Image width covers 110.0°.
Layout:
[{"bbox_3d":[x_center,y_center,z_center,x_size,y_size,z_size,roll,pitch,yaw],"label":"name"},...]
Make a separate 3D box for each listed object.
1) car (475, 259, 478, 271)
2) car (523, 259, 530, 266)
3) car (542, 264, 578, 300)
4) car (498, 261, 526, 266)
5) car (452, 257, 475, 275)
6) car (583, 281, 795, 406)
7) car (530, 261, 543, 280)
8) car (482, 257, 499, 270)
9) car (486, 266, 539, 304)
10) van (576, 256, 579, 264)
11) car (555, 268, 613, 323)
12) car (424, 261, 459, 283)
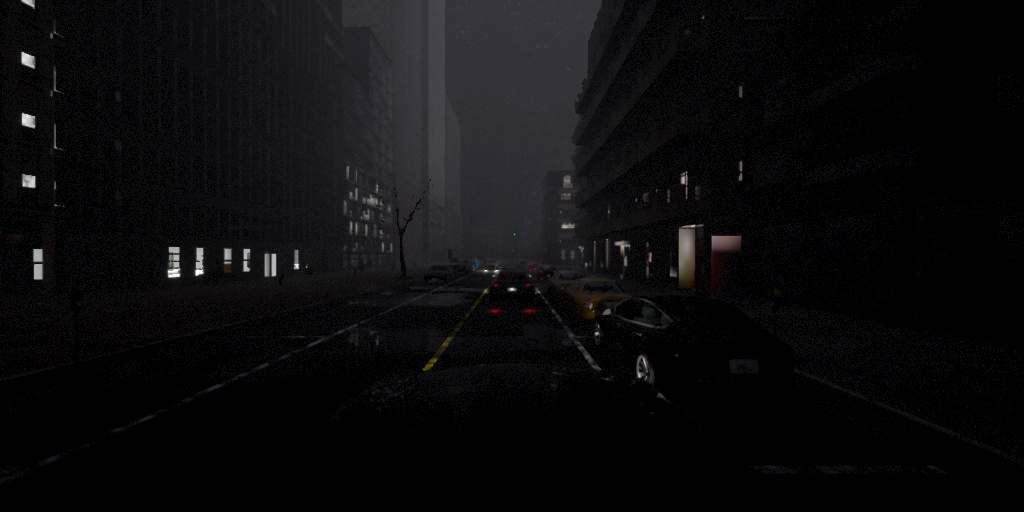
[{"bbox_3d":[-5.692,1.336,44.890,1.948,1.339,4.313,0,0,0],"label":"car"},{"bbox_3d":[2.688,1.315,44.888,1.888,1.381,4.507,0,0,0],"label":"car"},{"bbox_3d":[2.689,1.277,17.445,1.751,1.417,4.829,0,0,0],"label":"car"},{"bbox_3d":[0.000,1.377,31.531,1.895,1.301,4.718,0,0,0],"label":"car"},{"bbox_3d":[-5.692,1.080,39.366,2.192,1.841,5.009,0,0,0],"label":"car"},{"bbox_3d":[2.689,1.313,6.229,1.948,1.339,4.313,0,0,0],"label":"car"},{"bbox_3d":[2.689,1.303,28.321,1.888,1.381,4.507,0,0,0],"label":"car"},{"bbox_3d":[-3.000,1.293,54.502,1.882,1.535,5.008,0,0,0],"label":"car"},{"bbox_3d":[0.000,1.324,16.500,1.994,1.385,4.181,0,0,0],"label":"car"},{"bbox_3d":[13.742,0.942,61.994,3.998,1.789,1.690,0,0,0],"label":"van"},{"bbox_3d":[2.690,1.274,11.921,1.751,1.417,4.829,0,0,0],"label":"car"},{"bbox_3d":[-5.692,1.323,28.321,1.948,1.339,4.313,0,0,0],"label":"car"}]
